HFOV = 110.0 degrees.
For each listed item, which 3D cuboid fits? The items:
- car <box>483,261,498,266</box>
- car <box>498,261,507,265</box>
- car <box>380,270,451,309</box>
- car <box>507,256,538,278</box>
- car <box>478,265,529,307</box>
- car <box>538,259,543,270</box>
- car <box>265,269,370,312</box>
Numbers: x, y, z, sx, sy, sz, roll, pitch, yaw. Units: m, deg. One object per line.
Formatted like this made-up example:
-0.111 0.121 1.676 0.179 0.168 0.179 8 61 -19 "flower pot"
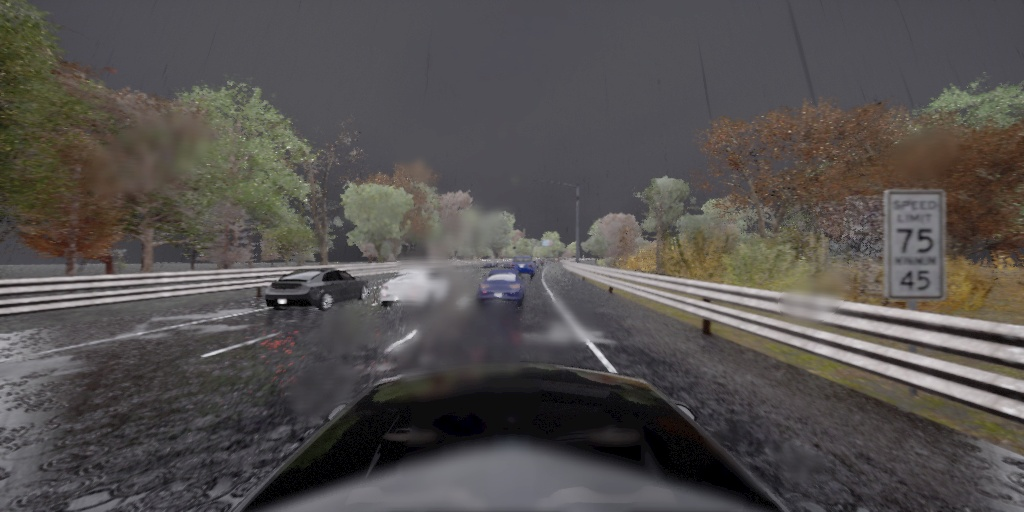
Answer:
-3.355 1.437 59.115 1.895 1.301 4.718 0 0 7 "car"
-0.466 1.432 53.684 1.895 1.301 4.718 0 0 7 "car"
-3.878 1.283 14.942 1.812 1.442 4.674 0 0 4 "car"
1.117 1.020 34.563 2.150 2.045 5.566 0 0 5 "car"
-0.326 1.292 15.634 1.812 1.442 4.674 0 0 4 "car"
3.346 1.444 56.164 1.895 1.301 4.718 0 0 7 "car"
-7.433 1.254 14.255 1.837 1.490 4.892 0 0 4 "car"
